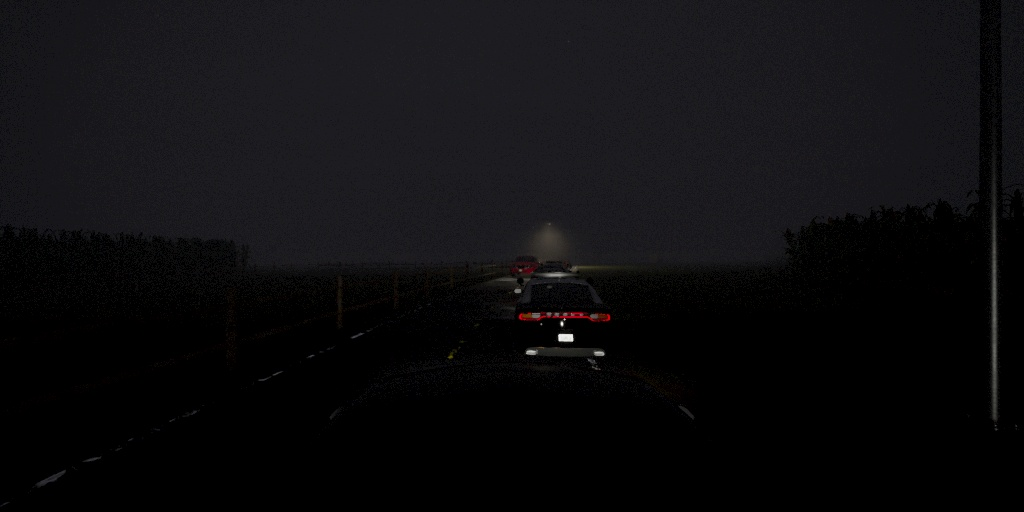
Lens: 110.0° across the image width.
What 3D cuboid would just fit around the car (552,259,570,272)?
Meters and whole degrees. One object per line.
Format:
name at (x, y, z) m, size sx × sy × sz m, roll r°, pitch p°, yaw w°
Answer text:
car at (6.269, 1.187, 45.349) m, size 1.882 × 1.535 × 5.008 m, roll 0°, pitch 0°, yaw 12°

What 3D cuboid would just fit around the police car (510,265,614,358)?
police car at (1.063, 1.173, 8.632) m, size 1.930 × 1.638 × 5.238 m, roll 0°, pitch 0°, yaw 3°

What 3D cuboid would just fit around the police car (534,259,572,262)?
police car at (2.874, 1.159, 24.279) m, size 1.930 × 1.638 × 5.238 m, roll 0°, pitch 0°, yaw 10°

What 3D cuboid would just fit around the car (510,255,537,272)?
car at (1.340, 0.945, 34.935) m, size 2.150 × 2.045 × 5.566 m, roll 0°, pitch 0°, yaw 12°

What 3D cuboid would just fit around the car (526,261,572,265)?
car at (1.981, 1.218, 18.326) m, size 1.882 × 1.535 × 5.008 m, roll 0°, pitch 0°, yaw 7°
